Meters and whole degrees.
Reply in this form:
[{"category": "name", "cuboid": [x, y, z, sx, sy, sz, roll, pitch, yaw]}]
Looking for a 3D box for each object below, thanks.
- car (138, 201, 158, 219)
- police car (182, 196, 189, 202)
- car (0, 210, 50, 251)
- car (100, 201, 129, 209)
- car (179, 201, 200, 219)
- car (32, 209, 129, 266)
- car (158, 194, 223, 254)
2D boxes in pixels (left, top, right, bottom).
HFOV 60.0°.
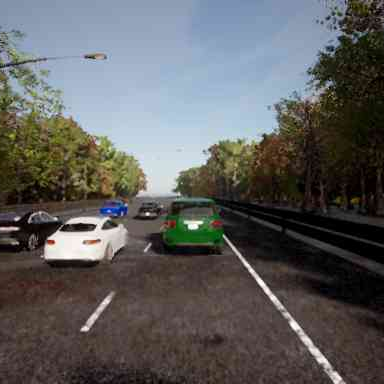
[{"category": "car", "cuboid": [-3.723, 1.597, 30.102, 1.837, 1.490, 4.892, 0, 0, -1]}, {"category": "police car", "cuboid": [-1.894, 1.906, 94.547, 1.930, 1.638, 5.238, 0, 0, -4]}, {"category": "car", "cuboid": [-7.012, 1.529, 14.181, 2.128, 1.511, 4.902, 0, 0, 0]}, {"category": "car", "cuboid": [-7.280, 1.577, 31.557, 1.882, 1.535, 5.008, 0, 0, -1]}, {"category": "car", "cuboid": [-0.239, 1.621, 31.025, 1.812, 1.442, 4.674, 0, 0, -1]}, {"category": "car", "cuboid": [-3.470, 1.554, 11.552, 1.812, 1.442, 4.674, 0, 0, 0]}, {"category": "car", "cuboid": [0.018, 1.256, 13.792, 2.150, 2.045, 5.566, 0, 0, 0]}]
